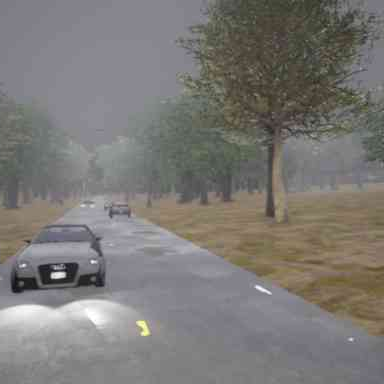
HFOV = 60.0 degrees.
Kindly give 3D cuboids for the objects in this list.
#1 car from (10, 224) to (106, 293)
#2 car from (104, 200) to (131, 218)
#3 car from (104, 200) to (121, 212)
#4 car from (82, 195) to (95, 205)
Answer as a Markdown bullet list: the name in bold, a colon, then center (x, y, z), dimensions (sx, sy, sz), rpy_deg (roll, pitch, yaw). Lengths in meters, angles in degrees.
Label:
- **car**: center (-3.398, 1.576, 8.919), dimensions (1.994, 1.385, 4.181), rpy_deg (0, 0, -17)
- **car**: center (-6.789, 1.562, 30.975), dimensions (2.128, 1.511, 4.902), rpy_deg (0, -1, -16)
- **car**: center (-10.195, 1.706, 42.172), dimensions (1.895, 1.301, 4.718), rpy_deg (0, 0, -16)
- **car**: center (-19.233, 1.511, 61.738), dimensions (2.097, 1.767, 4.553), rpy_deg (0, 0, -17)
